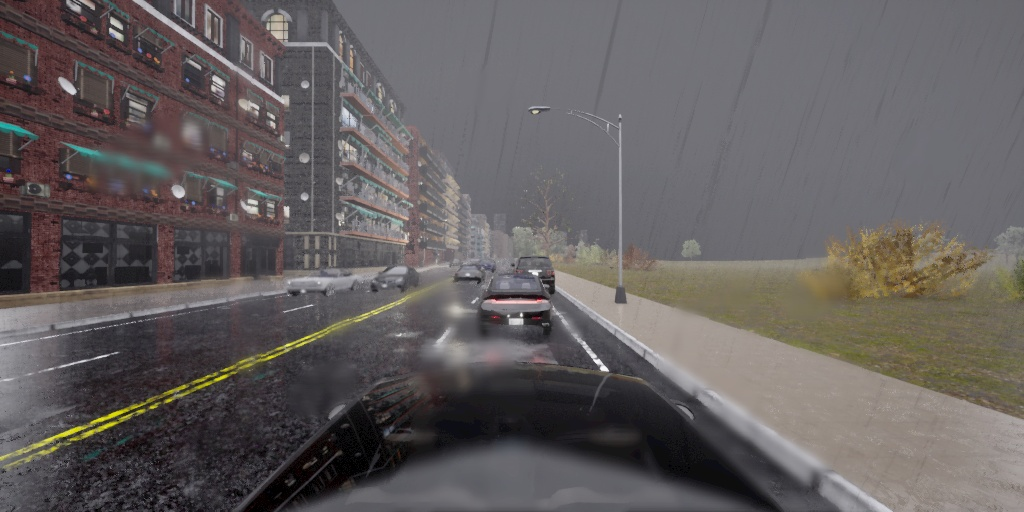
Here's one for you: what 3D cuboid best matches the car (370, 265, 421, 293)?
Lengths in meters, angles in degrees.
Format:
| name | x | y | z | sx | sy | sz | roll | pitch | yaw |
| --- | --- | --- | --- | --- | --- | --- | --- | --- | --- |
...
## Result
| name | x | y | z | sx | sy | sz | roll | pitch | yaw |
| --- | --- | --- | --- | --- | --- | --- | --- | --- | --- |
| car | -6.604 | 1.277 | 20.892 | 1.812 | 1.442 | 4.674 | 0 | 0 | 0 |

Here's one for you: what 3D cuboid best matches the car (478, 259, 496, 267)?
| name | x | y | z | sx | sy | sz | roll | pitch | yaw |
| --- | --- | --- | --- | --- | --- | --- | --- | --- | --- |
| car | -3.181 | 1.104 | 45.679 | 2.097 | 1.767 | 4.553 | 0 | 0 | 1 |

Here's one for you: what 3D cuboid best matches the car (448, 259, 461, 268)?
| name | x | y | z | sx | sy | sz | roll | pitch | yaw |
| --- | --- | --- | --- | --- | --- | --- | --- | --- | --- |
| car | -9.833 | 1.254 | 62.578 | 1.837 | 1.490 | 4.892 | 0 | 0 | 0 |

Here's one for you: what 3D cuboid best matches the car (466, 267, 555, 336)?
| name | x | y | z | sx | sy | sz | roll | pitch | yaw |
| --- | --- | --- | --- | --- | --- | --- | --- | --- | --- |
| car | 0.098 | 1.243 | 10.378 | 2.128 | 1.511 | 4.902 | 0 | 0 | 0 |

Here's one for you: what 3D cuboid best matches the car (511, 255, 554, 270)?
| name | x | y | z | sx | sy | sz | roll | pitch | yaw |
| --- | --- | --- | --- | --- | --- | --- | --- | --- | --- |
| car | 1.133 | 0.977 | 20.248 | 2.150 | 2.045 | 5.566 | 0 | 0 | 0 |

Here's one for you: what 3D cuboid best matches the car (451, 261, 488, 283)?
| name | x | y | z | sx | sy | sz | roll | pitch | yaw |
| --- | --- | --- | --- | --- | --- | --- | --- | --- | --- |
| car | -3.158 | 1.316 | 27.601 | 1.994 | 1.385 | 4.181 | 0 | 0 | 0 |

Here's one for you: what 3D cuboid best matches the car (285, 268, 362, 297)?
| name | x | y | z | sx | sy | sz | roll | pitch | yaw |
| --- | --- | --- | --- | --- | --- | --- | --- | --- | --- |
| car | -9.854 | 1.353 | 19.139 | 1.895 | 1.301 | 4.718 | 0 | 0 | 0 |
